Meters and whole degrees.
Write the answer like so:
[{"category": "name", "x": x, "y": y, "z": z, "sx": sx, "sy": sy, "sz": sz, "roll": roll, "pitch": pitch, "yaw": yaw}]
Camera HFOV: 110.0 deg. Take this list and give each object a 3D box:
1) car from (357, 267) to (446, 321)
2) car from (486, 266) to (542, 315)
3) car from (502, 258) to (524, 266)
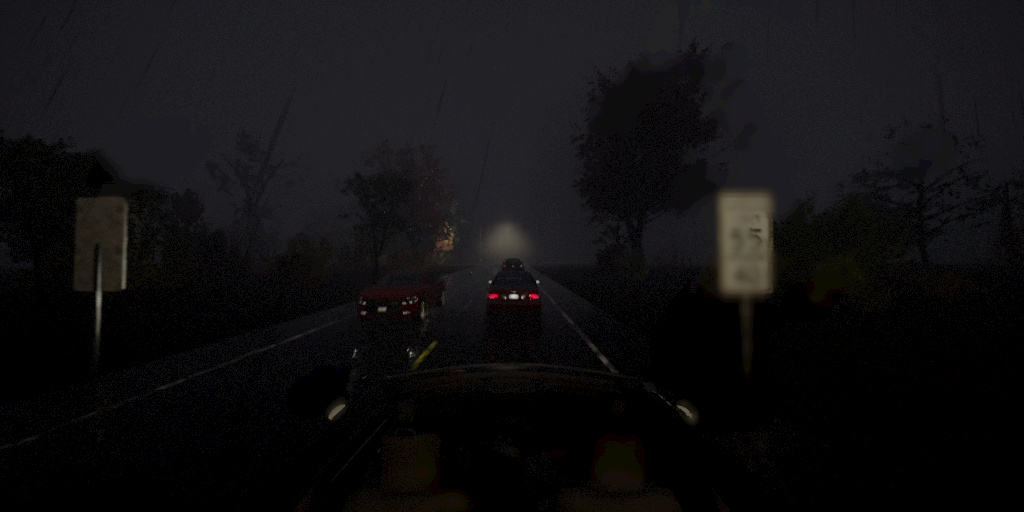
[{"category": "car", "x": -3.576, "y": 1.186, "z": 12.394, "sx": 1.882, "sy": 1.535, "sz": 5.008, "roll": 0, "pitch": 0, "yaw": 0}, {"category": "car", "x": 0.068, "y": 1.253, "z": 13.268, "sx": 2.033, "sy": 1.411, "sz": 5.357, "roll": 0, "pitch": 0, "yaw": 0}, {"category": "car", "x": 0.098, "y": 1.004, "z": 36.342, "sx": 2.097, "sy": 1.767, "sz": 4.553, "roll": 0, "pitch": 0, "yaw": 0}]
